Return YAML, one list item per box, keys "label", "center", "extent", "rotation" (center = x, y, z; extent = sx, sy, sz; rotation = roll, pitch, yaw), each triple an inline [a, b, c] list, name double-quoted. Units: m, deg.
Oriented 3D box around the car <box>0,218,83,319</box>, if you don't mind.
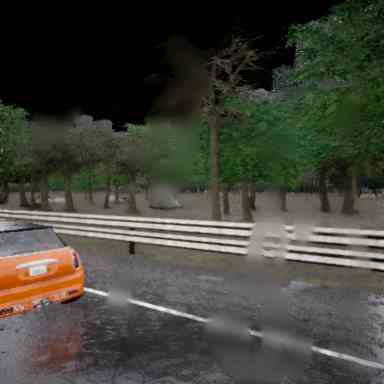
- label: "car"
  center: [-4.384, 1.377, 6.961]
  extent: [4.553, 1.767, 2.097]
  rotation: [0, 0, 35]
